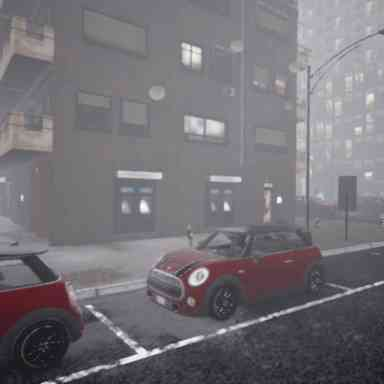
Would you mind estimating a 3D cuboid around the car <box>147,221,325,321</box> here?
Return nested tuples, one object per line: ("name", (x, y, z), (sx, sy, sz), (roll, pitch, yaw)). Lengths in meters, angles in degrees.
("car", (1.055, 1.493, 7.313), (4.097, 1.590, 1.967), (1, 0, -36))

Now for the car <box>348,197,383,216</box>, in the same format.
("car", (16.668, 1.375, 33.205), (2.192, 1.841, 5.009), (2, 0, -36))

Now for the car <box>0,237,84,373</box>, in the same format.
("car", (-3.570, 1.433, 4.012), (4.097, 1.590, 1.967), (1, 0, -36))

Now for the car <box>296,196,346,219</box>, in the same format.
("car", (9.927, 1.267, 28.229), (2.192, 1.841, 5.009), (2, 0, -36))
